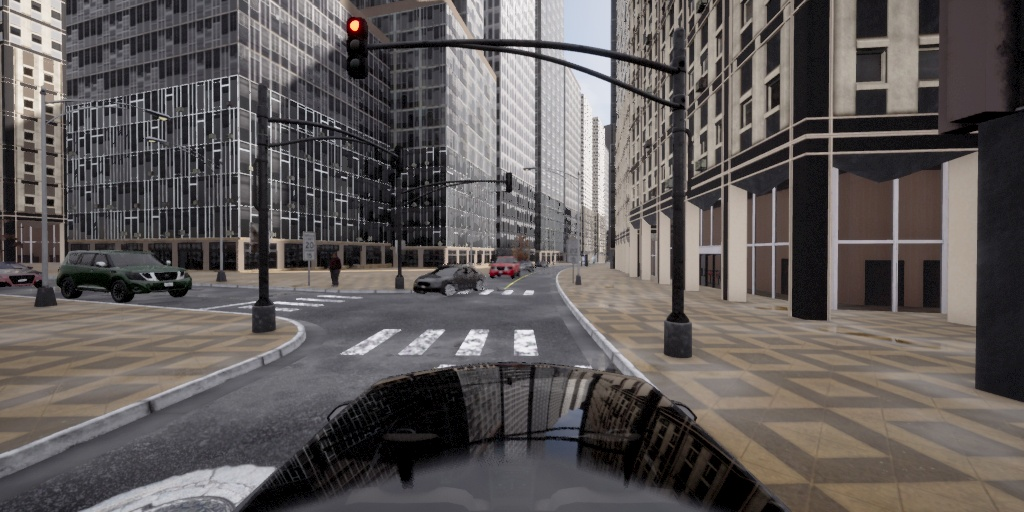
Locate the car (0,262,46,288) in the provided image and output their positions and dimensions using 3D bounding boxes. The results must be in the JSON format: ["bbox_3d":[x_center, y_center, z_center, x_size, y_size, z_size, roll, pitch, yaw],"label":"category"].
[{"bbox_3d":[-25.808,0.981,18.035,4.181,1.385,1.994,1,1,16],"label":"car"}]

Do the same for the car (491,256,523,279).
[{"bbox_3d":[-0.568,1.018,33.267,2.150,2.045,5.566,0,0,8],"label":"car"}]

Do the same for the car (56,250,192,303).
[{"bbox_3d":[-16.621,0.770,15.382,5.566,2.045,2.150,1,1,17],"label":"car"}]

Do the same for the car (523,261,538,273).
[{"bbox_3d":[1.731,1.356,46.863,2.128,1.511,4.902,0,0,11],"label":"car"}]

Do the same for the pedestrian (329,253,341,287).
[{"bbox_3d":[-9.585,0.716,19.448,0.375,1.860,0.375,0,0,16],"label":"pedestrian"}]

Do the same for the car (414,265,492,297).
[{"bbox_3d":[-3.219,1.260,19.364,1.837,1.490,4.892,2,0,25],"label":"car"}]

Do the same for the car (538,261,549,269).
[{"bbox_3d":[5.166,1.503,61.764,2.033,1.411,5.357,0,0,15],"label":"car"}]
